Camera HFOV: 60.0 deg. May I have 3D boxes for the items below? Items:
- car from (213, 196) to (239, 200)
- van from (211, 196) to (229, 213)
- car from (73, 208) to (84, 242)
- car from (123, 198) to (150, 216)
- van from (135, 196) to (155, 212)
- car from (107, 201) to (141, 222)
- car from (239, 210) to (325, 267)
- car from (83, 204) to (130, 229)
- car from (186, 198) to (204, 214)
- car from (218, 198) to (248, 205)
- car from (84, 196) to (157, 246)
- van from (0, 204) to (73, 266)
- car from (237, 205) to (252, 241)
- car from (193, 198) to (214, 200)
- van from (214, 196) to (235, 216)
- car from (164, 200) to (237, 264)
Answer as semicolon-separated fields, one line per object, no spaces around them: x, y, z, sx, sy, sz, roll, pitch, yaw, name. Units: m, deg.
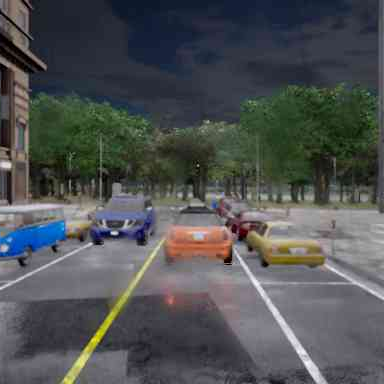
3.056;1.319;27.338;2.192;1.841;5.009;0;0;1;car
3.179;1.347;38.212;1.690;1.788;3.998;0;0;1;van
-5.593;1.512;16.390;1.752;1.417;4.829;0;0;1;car
-5.407;1.428;32.871;1.967;1.590;4.097;0;0;1;car
-5.346;1.330;38.309;1.690;1.788;3.998;0;0;1;van
-5.470;1.512;27.264;1.752;1.417;4.829;0;0;1;car
2.875;1.529;11.196;1.752;1.417;4.829;0;0;1;car
-5.530;1.553;21.997;1.947;1.339;4.313;0;0;1;car
0.394;1.457;36.322;1.801;1.575;5.366;0;0;1;car
2.995;1.444;21.900;1.967;1.590;4.097;0;0;1;car
-2.937;1.213;15.492;2.150;2.045;5.566;0;0;1;car
-5.652;1.328;11.122;1.690;1.788;3.998;0;0;1;van
2.934;1.548;16.464;1.887;1.381;4.507;0;0;1;car
0.371;1.487;25.373;2.128;1.511;4.902;0;0;1;car
3.117;1.346;32.775;1.690;1.788;3.998;0;0;1;van
0.222;1.351;11.953;2.097;1.767;4.553;0;0;1;car
